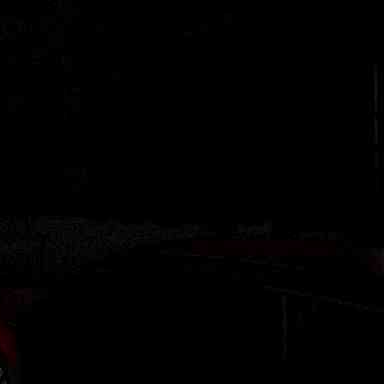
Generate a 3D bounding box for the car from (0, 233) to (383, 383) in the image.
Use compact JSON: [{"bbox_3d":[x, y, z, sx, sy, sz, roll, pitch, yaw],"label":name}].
[{"bbox_3d":[0.000,1.330,2.962,5.009,1.841,2.192,-1,0,36],"label":"car"}]
